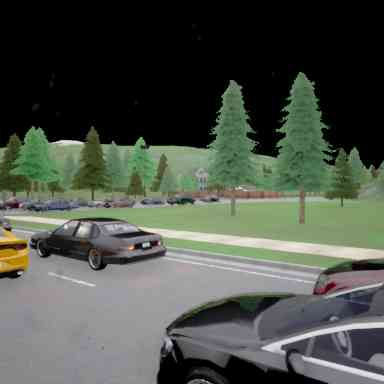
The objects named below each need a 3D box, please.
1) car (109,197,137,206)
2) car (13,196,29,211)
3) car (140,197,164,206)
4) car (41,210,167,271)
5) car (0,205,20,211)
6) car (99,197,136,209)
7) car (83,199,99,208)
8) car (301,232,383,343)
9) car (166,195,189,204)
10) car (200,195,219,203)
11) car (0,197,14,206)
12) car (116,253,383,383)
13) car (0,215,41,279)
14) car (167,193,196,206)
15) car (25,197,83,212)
[{"bbox_3d":[-11.391,1.564,55.130,1.994,1.385,4.181,0,0,38],"label":"car"},{"bbox_3d":[-18.475,1.491,40.617,2.128,1.511,4.902,0,0,39],"label":"car"},{"bbox_3d":[-6.664,1.564,55.459,1.994,1.385,4.181,0,0,38],"label":"car"},{"bbox_3d":[-3.279,1.547,10.990,5.357,1.411,2.033,0,0,38],"label":"car"},{"bbox_3d":[-11.262,1.547,17.137,5.357,1.411,2.033,0,0,38],"label":"car"},{"bbox_3d":[-10.035,1.564,45.602,1.994,1.385,4.181,0,0,39],"label":"car"},{"bbox_3d":[-12.707,1.601,47.865,1.895,1.301,4.718,0,0,39],"label":"car"},{"bbox_3d":[4.146,1.564,5.232,4.181,1.385,1.994,0,0,38],"label":"car"},{"bbox_3d":[-2.811,1.477,65.836,1.882,1.535,5.008,0,0,39],"label":"car"},{"bbox_3d":[3.619,1.351,68.251,2.097,1.767,4.553,0,0,39],"label":"car"},{"bbox_3d":[-22.005,1.352,41.802,2.097,1.767,4.553,0,0,39],"label":"car"},{"bbox_3d":[1.851,1.492,2.591,4.902,1.511,2.128,0,0,38],"label":"car"},{"bbox_3d":[-6.289,1.478,8.898,5.008,1.535,1.882,0,0,38],"label":"car"},{"bbox_3d":[-1.682,1.223,56.094,2.150,2.045,5.566,0,0,38],"label":"car"},{"bbox_3d":[-15.787,1.547,38.373,2.033,1.411,5.357,0,0,38],"label":"car"}]
